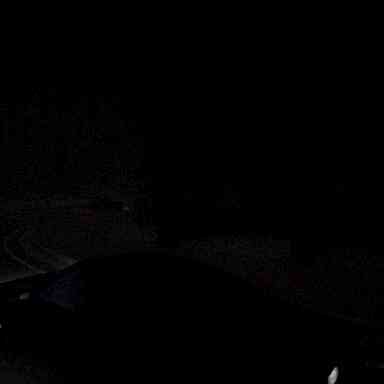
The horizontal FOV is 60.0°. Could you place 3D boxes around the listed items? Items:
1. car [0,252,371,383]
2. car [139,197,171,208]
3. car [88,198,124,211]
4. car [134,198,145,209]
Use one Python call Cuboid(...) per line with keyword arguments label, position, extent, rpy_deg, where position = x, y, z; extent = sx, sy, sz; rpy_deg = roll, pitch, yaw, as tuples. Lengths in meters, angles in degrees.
Cuboid(label="car", position=(-0.770, 1.547, 4.326), extent=(5.357, 1.411, 2.033), rpy_deg=(0, 0, 40))
Cuboid(label="car", position=(-5.445, 1.478, 49.259), extent=(1.882, 1.535, 5.008), rpy_deg=(0, 0, 35))
Cuboid(label="car", position=(-10.633, 1.478, 41.387), extent=(1.882, 1.535, 5.008), rpy_deg=(0, 0, 31))
Cuboid(label="car", position=(-5.379, 1.477, 43.437), extent=(1.882, 1.535, 5.008), rpy_deg=(0, 0, 36))
